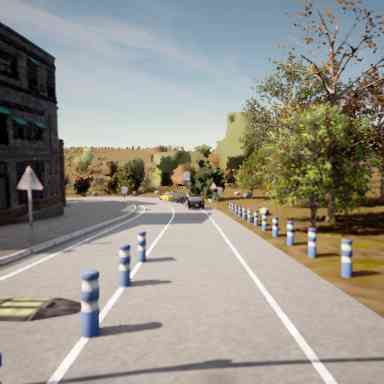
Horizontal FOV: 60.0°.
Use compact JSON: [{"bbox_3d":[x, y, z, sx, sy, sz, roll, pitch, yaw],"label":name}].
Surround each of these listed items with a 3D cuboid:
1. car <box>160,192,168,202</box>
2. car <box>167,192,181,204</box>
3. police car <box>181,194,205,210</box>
[{"bbox_3d":[-4.011,0.801,55.703,1.801,1.575,5.366,-3,2,-22],"label":"car"},{"bbox_3d":[-1.877,1.022,49.608,1.837,1.490,4.892,-2,2,-16],"label":"car"},{"bbox_3d":[0.242,1.185,39.494,1.930,1.638,5.238,-1,2,-7],"label":"police car"}]
